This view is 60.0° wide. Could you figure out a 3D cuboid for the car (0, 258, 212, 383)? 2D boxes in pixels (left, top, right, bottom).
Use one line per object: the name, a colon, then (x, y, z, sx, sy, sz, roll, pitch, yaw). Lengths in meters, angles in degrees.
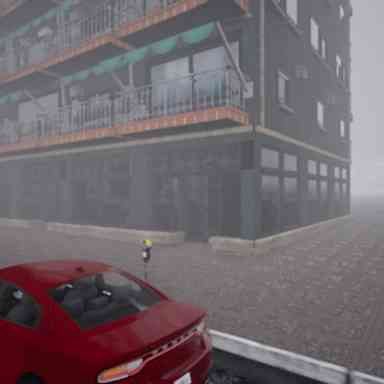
car: (-1.892, 1.547, 4.249, 4.507, 1.381, 1.887, 0, 0, 36)
